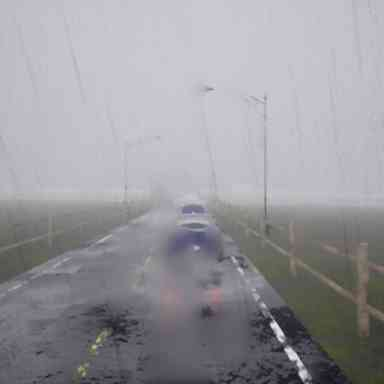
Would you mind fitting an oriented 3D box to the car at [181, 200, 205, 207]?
[{"bbox_3d":[0.097,1.426,27.872,1.882,1.535,5.008,0,0,0],"label":"car"}]

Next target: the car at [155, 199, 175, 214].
[{"bbox_3d":[-2.827,1.462,35.290,1.812,1.442,4.674,0,0,0],"label":"car"}]

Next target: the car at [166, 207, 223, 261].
[{"bbox_3d":[0.092,1.502,12.117,1.812,1.442,4.674,0,0,0],"label":"car"}]
